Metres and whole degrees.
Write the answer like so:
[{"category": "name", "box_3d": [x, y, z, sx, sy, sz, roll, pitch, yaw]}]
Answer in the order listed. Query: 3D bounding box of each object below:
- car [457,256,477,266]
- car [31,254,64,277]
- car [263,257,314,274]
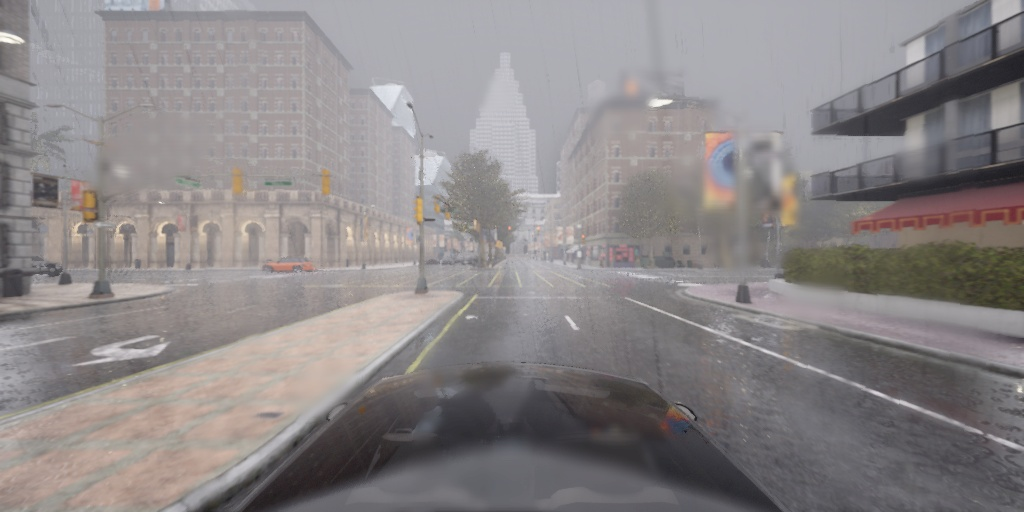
[{"category": "car", "box_3d": [-8.035, 0.955, 64.812, 2.128, 1.511, 4.902, 0, 0, 0]}, {"category": "car", "box_3d": [-41.872, 0.842, 30.527, 5.566, 2.045, 2.150, 0, 0, 1]}, {"category": "car", "box_3d": [-23.482, 0.940, 37.666, 4.553, 1.767, 2.097, 0, 0, 3]}]
